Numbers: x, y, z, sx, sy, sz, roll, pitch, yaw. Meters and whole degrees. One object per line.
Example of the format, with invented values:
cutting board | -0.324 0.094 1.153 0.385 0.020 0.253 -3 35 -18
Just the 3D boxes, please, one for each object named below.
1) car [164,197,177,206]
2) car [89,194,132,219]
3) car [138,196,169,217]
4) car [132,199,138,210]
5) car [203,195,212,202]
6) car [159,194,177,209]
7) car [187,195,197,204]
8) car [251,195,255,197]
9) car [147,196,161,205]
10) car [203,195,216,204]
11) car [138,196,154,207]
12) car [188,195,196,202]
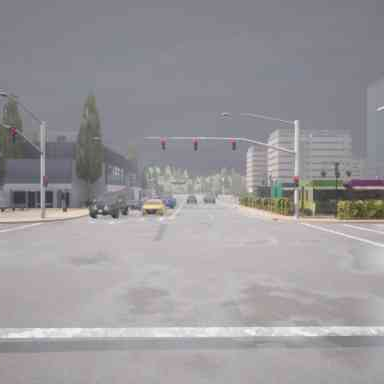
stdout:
car | -3.597 1.564 55.921 1.994 1.385 4.181 0 0 0
car | -7.274 1.222 29.643 2.150 2.045 5.566 0 0 3
car | -3.603 1.477 31.815 1.882 1.535 5.008 0 0 0
car | -7.103 1.564 40.699 1.994 1.385 4.181 0 0 0
car | 3.483 1.397 74.009 1.812 1.442 4.674 0 0 0
car | -3.599 1.224 45.008 2.150 2.045 5.566 0 0 0
car | -0.014 1.491 63.733 2.128 1.511 4.902 0 0 0
car | 17.749 1.153 86.905 4.605 1.855 1.932 0 0 -2
car | -7.068 1.547 62.046 2.033 1.411 5.357 0 0 1
car | 3.486 1.491 63.734 2.128 1.511 4.902 0 0 0
car | -7.102 1.477 51.822 1.882 1.535 5.008 0 0 0
car | -0.017 1.372 74.007 1.837 1.490 4.892 0 0 0
